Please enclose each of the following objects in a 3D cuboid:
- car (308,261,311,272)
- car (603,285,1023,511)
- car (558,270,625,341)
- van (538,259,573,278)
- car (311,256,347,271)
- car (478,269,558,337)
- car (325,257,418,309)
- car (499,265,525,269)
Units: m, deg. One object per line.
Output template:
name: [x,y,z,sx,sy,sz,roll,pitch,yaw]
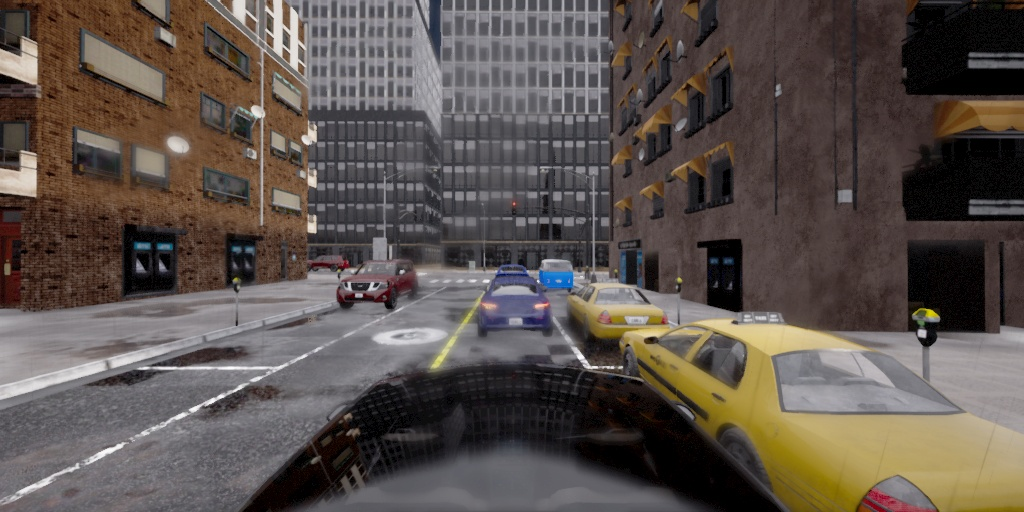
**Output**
car: [-21.007,1.081,32.442,4.207,1.307,1.802,0,0,-1]
car: [2.565,1.275,4.005,1.751,1.417,4.829,0,0,0]
car: [2.532,1.276,9.645,1.751,1.417,4.829,0,0,0]
van: [2.468,1.094,20.755,1.690,1.789,3.998,0,0,0]
car: [-21.095,0.859,40.581,5.009,1.841,2.192,0,0,-1]
car: [0.061,1.277,10.163,1.812,1.442,4.674,0,0,-1]
car: [-5.379,1.067,15.070,2.192,1.841,5.009,0,0,0]
car: [0.007,1.231,20.424,1.882,1.535,5.008,0,0,0]
